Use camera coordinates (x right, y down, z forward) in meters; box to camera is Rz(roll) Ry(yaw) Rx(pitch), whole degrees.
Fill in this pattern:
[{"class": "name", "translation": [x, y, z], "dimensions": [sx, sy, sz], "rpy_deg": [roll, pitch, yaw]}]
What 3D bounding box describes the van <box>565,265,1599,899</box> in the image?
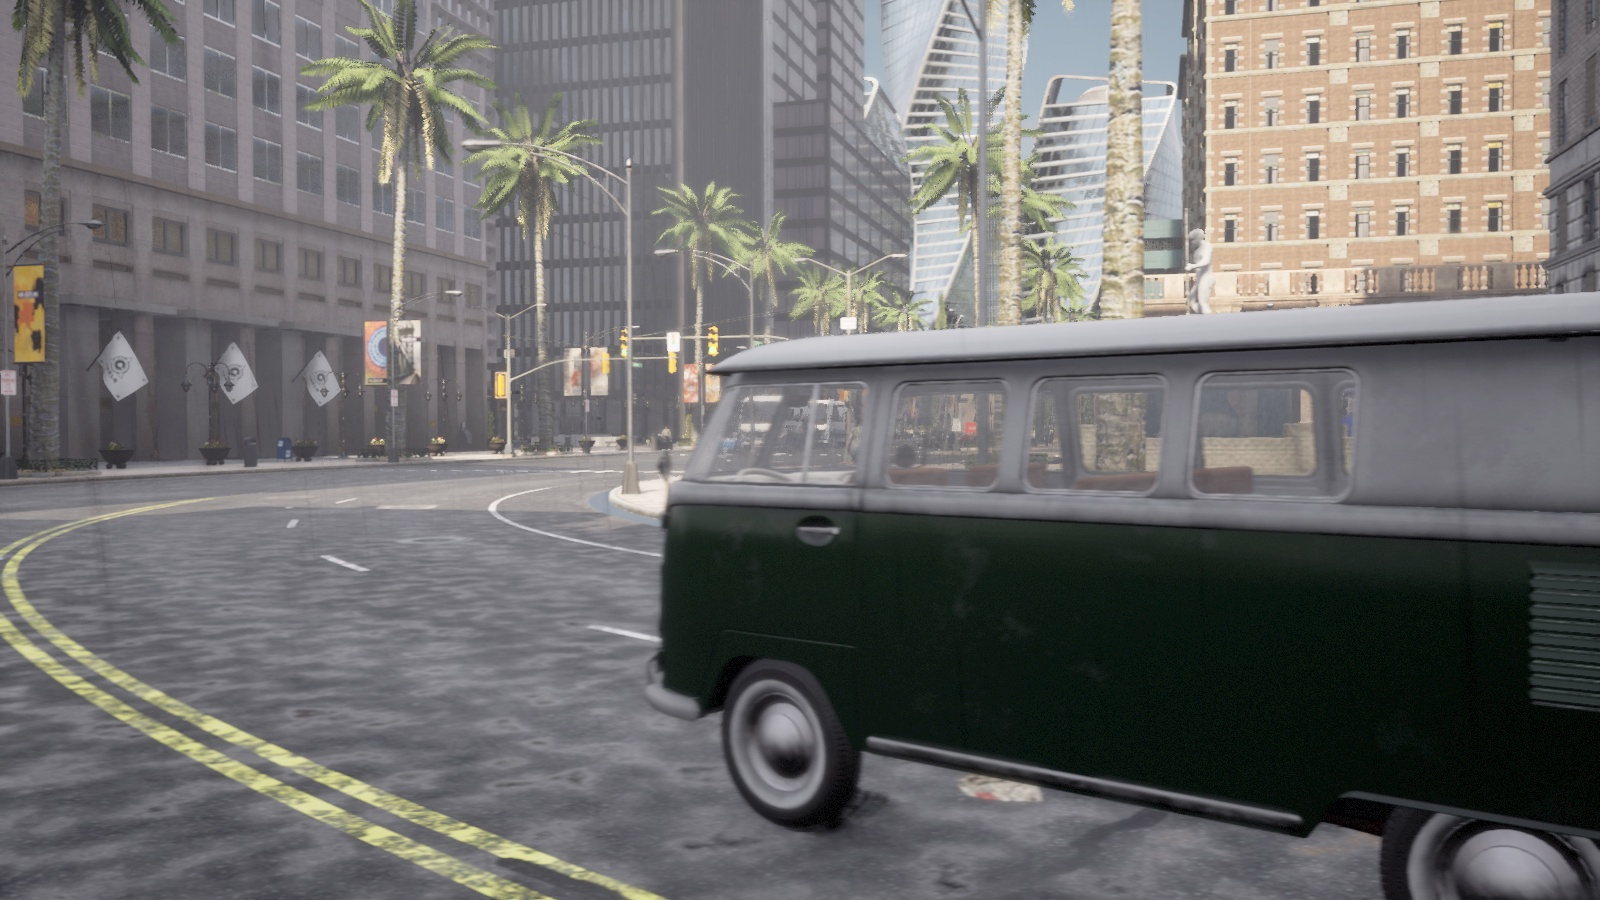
[{"class": "van", "translation": [1.244, 0.507, 4.845], "dimensions": [4.442, 1.987, 1.775], "rpy_deg": [1, 1, 39]}]
